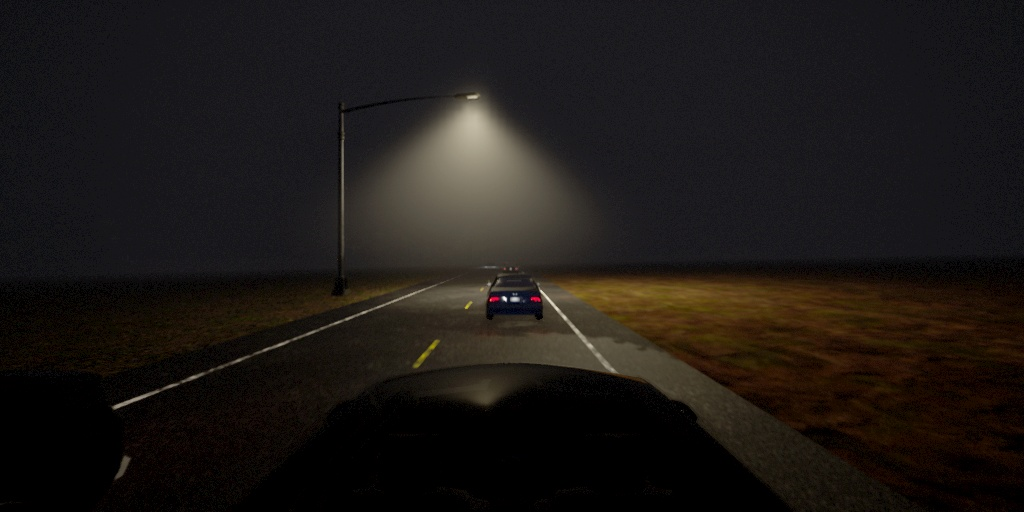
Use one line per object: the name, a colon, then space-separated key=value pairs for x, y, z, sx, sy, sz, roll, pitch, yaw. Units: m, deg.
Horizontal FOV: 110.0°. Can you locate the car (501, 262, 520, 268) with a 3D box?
car: x=-0.165 y=1.381 z=39.062 sx=2.033 sy=1.411 sz=5.357 roll=0 pitch=0 yaw=-1

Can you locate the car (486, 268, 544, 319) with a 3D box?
car: x=0.072 y=1.319 z=12.948 sx=2.033 sy=1.411 sz=5.357 roll=0 pitch=0 yaw=0

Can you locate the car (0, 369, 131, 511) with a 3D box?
car: x=-3.604 y=1.240 z=0.396 sx=2.128 sy=1.511 sz=4.902 roll=0 pitch=0 yaw=0
